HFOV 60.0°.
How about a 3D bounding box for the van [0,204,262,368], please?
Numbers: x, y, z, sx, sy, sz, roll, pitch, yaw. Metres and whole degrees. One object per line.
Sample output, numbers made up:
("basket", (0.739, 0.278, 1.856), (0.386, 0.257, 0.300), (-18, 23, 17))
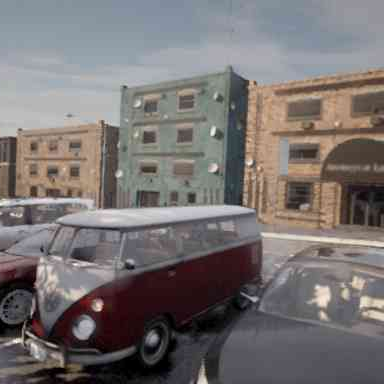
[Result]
("van", (-0.456, 1.243, 5.580), (1.878, 1.987, 4.442), (0, 0, 35))

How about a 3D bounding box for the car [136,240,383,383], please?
("car", (1.896, 1.479, 4.053), (2.231, 1.521, 4.892), (0, 0, 35))

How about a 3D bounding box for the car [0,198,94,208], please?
("car", (-4.972, 1.201, 8.906), (2.435, 2.045, 5.566), (0, 0, 35))
